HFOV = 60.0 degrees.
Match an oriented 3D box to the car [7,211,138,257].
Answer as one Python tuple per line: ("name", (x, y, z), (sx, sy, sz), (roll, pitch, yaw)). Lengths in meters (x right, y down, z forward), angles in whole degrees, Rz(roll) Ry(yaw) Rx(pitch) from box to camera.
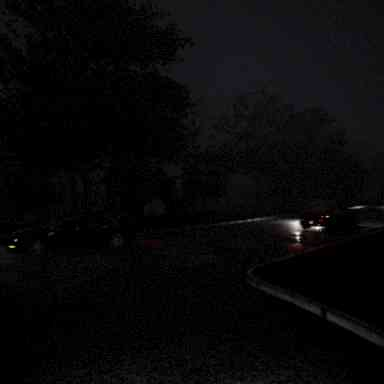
("car", (-4.624, 1.572, 13.321), (4.892, 1.490, 1.837), (-1, 2, -28))

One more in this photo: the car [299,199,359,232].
("car", (7.937, 1.375, 19.121), (4.674, 1.442, 1.812), (-1, 0, -44))

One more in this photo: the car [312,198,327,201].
("car", (10.405, 1.279, 26.636), (5.008, 1.535, 1.882), (-1, 0, -44))
